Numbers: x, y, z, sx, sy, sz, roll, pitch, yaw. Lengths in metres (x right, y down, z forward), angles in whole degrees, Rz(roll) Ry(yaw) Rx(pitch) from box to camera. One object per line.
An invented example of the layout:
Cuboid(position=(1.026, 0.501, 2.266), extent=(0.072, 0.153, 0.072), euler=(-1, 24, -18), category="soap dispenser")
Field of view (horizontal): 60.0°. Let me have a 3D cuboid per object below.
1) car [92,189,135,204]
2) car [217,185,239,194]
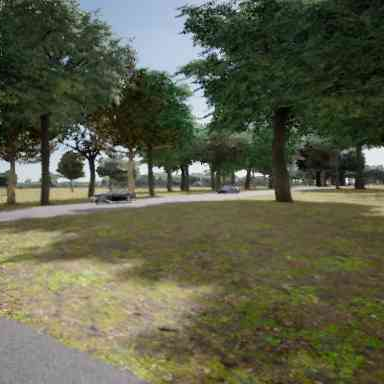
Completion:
Cuboid(position=(-8.260, 0.452, 35.034), extent=(2.128, 1.511, 4.902), euler=(-1, 2, 38), category="car")
Cuboid(position=(5.730, -0.344, 53.118), extent=(1.994, 1.385, 4.181), euler=(-1, 2, 38), category="car")
